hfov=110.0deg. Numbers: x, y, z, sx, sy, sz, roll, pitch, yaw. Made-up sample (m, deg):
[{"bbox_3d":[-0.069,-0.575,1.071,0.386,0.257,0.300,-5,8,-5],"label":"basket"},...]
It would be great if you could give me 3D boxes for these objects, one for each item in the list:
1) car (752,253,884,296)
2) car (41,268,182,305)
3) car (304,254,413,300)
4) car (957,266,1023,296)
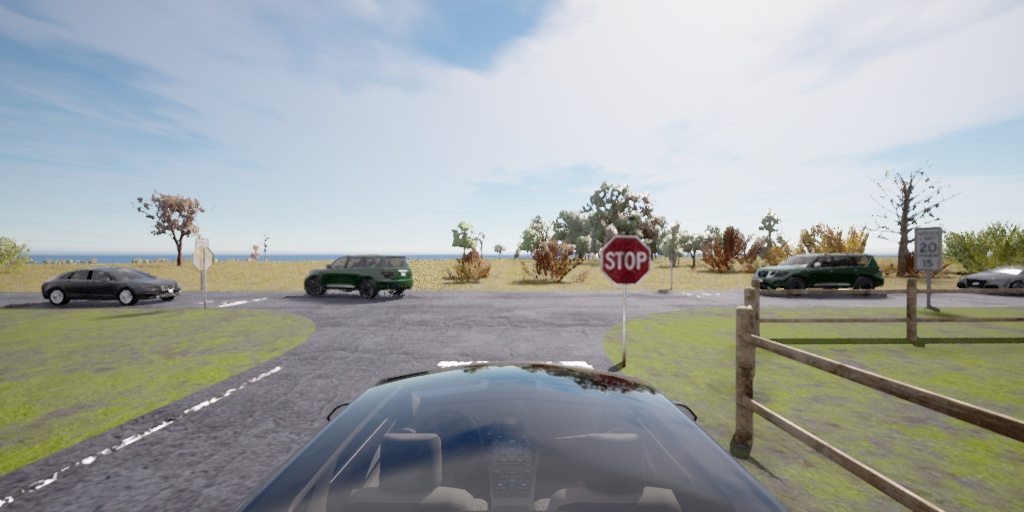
[{"bbox_3d":[15.370,0.894,18.174,5.566,2.045,2.150,0,0,0],"label":"car"},{"bbox_3d":[-17.112,1.269,15.462,4.892,1.490,1.837,0,0,1],"label":"car"},{"bbox_3d":[-7.596,0.954,17.759,5.566,2.045,2.150,0,-1,21],"label":"car"},{"bbox_3d":[25.411,1.216,18.097,4.181,1.385,1.994,0,0,0],"label":"car"}]
